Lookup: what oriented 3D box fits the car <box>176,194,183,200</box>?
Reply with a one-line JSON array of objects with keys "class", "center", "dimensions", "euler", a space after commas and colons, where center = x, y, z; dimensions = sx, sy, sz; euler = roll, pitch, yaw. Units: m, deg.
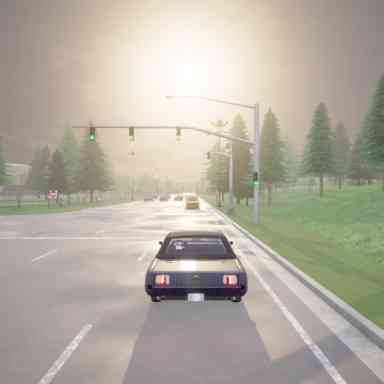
[{"class": "car", "center": [-3.317, 1.357, 90.900], "dimensions": [1.812, 1.442, 4.674], "euler": [0, 0, 0]}]

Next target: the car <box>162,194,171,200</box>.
[{"class": "car", "center": [-6.817, 1.372, 90.907], "dimensions": [2.033, 1.411, 5.357], "euler": [0, 0, 0]}]

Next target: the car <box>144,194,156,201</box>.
[{"class": "car", "center": [-10.338, 1.531, 80.494], "dimensions": [2.033, 1.411, 5.357], "euler": [0, 0, 0]}]

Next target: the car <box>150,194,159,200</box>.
[{"class": "car", "center": [-10.317, 1.332, 90.914], "dimensions": [1.837, 1.490, 4.892], "euler": [0, 0, 0]}]

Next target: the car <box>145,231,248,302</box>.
[{"class": "car", "center": [0.095, 1.601, 8.185], "dimensions": [1.895, 1.301, 4.718], "euler": [0, 0, 1]}]

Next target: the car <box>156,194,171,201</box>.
[{"class": "car", "center": [-6.838, 1.531, 80.487], "dimensions": [2.033, 1.411, 5.357], "euler": [0, 0, 0]}]

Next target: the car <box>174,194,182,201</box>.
[{"class": "car", "center": [-3.337, 1.545, 80.896], "dimensions": [1.994, 1.385, 4.181], "euler": [0, 0, 0]}]

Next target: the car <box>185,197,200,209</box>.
[{"class": "car", "center": [0.070, 1.576, 49.853], "dimensions": [2.033, 1.411, 5.357], "euler": [-1, 1, 0]}]

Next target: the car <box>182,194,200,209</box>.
[{"class": "car", "center": [-0.020, 1.079, 46.399], "dimensions": [1.882, 1.535, 5.008], "euler": [-3, 17, -2]}]
